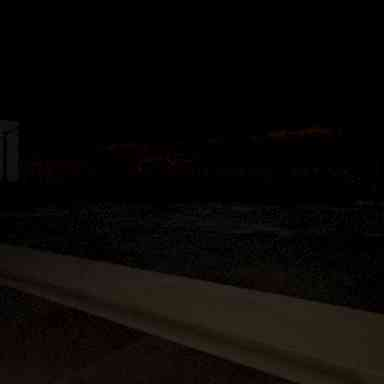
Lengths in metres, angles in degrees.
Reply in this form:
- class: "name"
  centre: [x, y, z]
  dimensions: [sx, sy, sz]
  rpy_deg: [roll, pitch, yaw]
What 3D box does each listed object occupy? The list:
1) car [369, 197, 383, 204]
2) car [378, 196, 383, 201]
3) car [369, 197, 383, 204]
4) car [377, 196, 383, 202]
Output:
- class: "car"
  centre: [37.006, 1.741, 65.706]
  dimensions: [2.038, 1.542, 4.974]
  rpy_deg: [1, 1, 6]
- class: "car"
  centre: [48.027, 1.585, 80.974]
  dimensions: [4.536, 1.218, 1.853]
  rpy_deg: [1, 1, -4]
- class: "car"
  centre: [37.013, 1.583, 65.756]
  dimensions: [1.853, 1.218, 4.536]
  rpy_deg: [1, 1, 6]
- class: "car"
  centre: [48.076, 1.744, 80.980]
  dimensions: [4.974, 1.542, 2.038]
  rpy_deg: [1, 1, -4]
